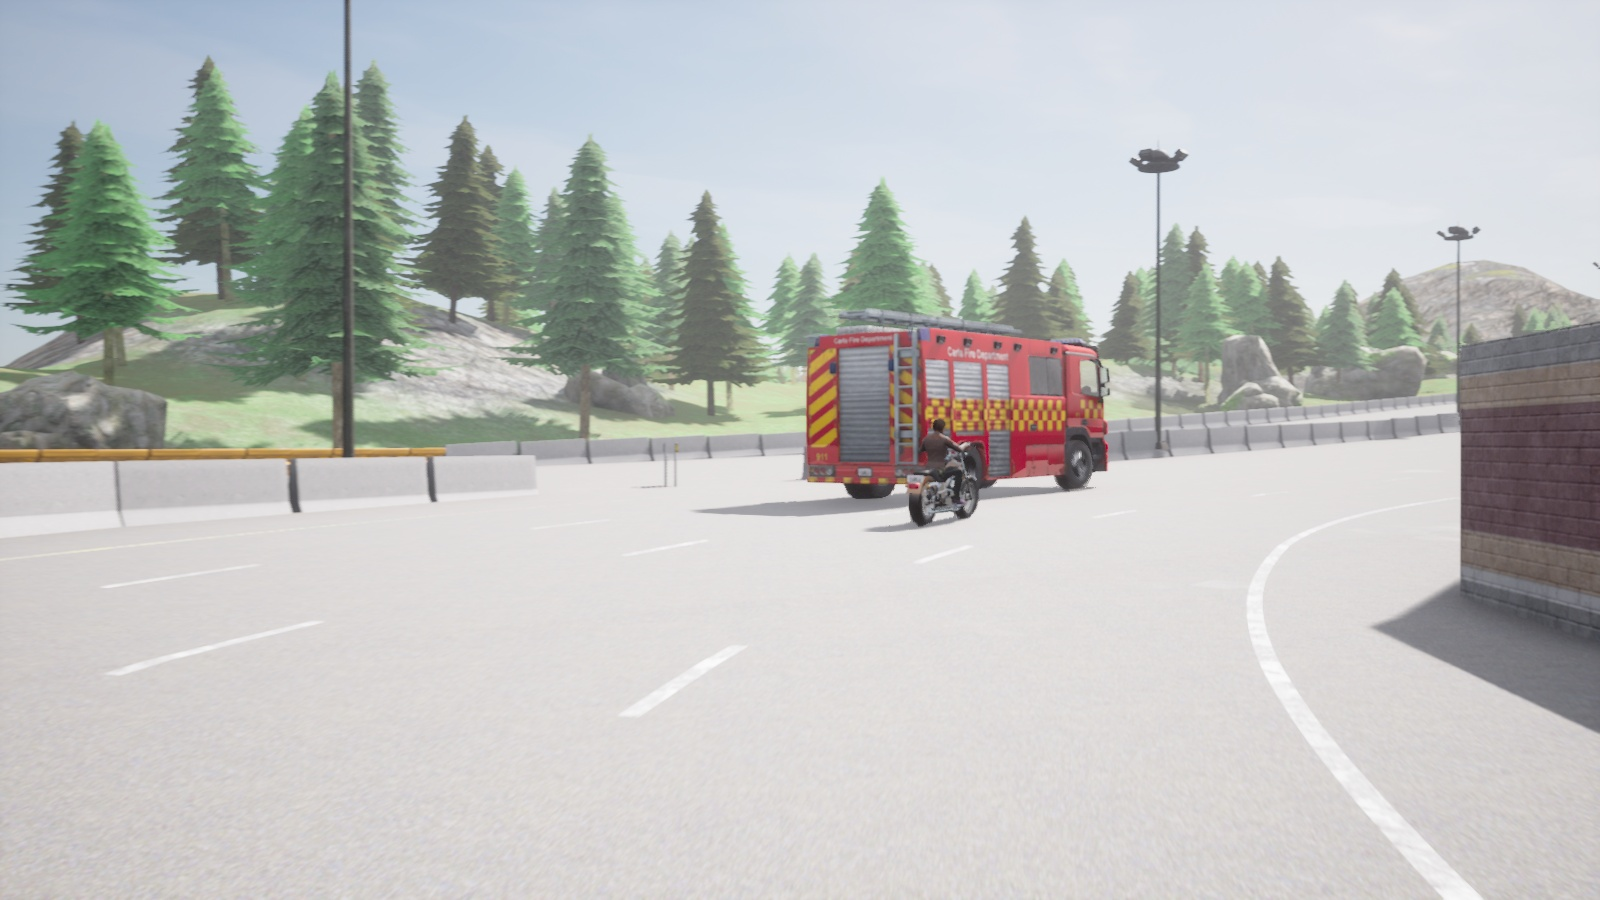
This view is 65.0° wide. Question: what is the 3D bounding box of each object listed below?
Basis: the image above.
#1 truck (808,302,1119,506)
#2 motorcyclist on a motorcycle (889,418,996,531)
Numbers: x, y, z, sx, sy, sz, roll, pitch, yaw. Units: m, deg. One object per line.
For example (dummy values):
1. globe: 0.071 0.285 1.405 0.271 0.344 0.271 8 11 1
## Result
1. truck: 3.930 -0.924 27.808 2.891 3.827 8.468 0 1 38
2. motorcyclist on a motorcycle: 2.237 0.335 19.416 0.766 1.649 2.350 1 1 30
